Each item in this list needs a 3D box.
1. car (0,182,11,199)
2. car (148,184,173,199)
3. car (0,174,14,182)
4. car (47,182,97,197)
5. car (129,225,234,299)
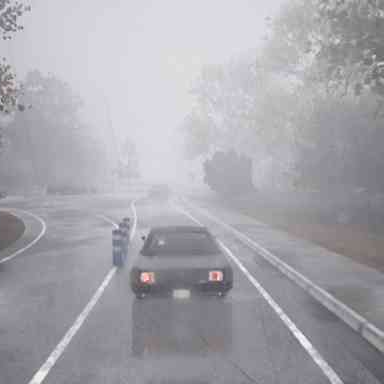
[{"bbox_3d":[-19.959,0.037,31.536,4.674,1.442,1.812,0,5,5],"label":"car"},{"bbox_3d":[-3.181,-0.138,34.183,2.033,1.411,5.357,0,5,5],"label":"car"},{"bbox_3d":[-35.021,-2.520,60.618,2.097,1.767,4.553,2,4,25],"label":"car"},{"bbox_3d":[-12.822,-0.333,35.653,5.008,1.535,1.882,-1,5,-16],"label":"car"},{"bbox_3d":[-0.308,1.470,8.144,1.895,1.301,4.718,0,2,-3],"label":"car"}]
